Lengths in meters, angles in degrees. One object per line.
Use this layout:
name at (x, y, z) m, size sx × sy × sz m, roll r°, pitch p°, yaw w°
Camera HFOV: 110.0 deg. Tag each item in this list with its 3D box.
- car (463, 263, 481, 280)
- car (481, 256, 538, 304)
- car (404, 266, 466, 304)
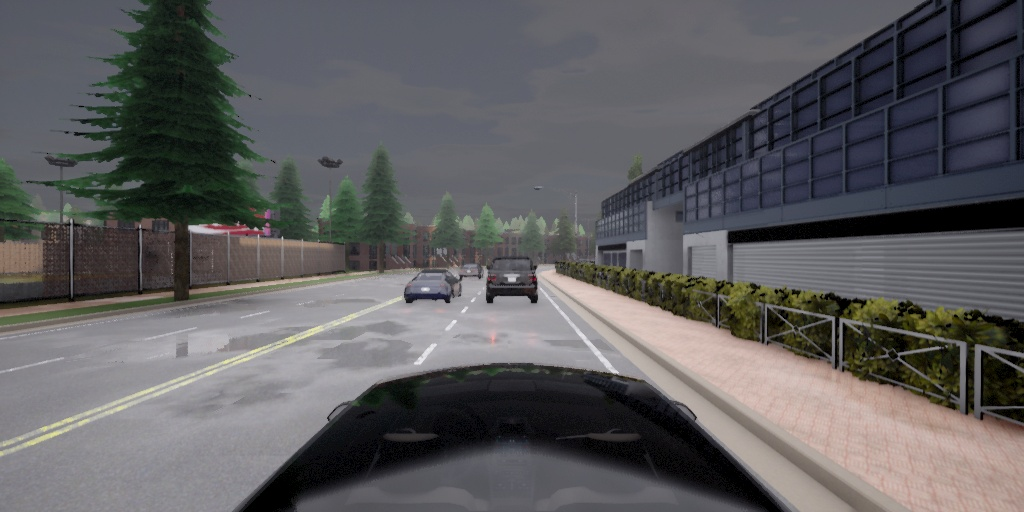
car at (-3.500, 1.311, 31.500) m, size 2.033 × 1.411 × 5.357 m, roll 0°, pitch 0°, yaw 0°
car at (0.000, 1.005, 16.530) m, size 2.150 × 2.045 × 5.566 m, roll 0°, pitch 0°, yaw 0°
car at (-3.500, 1.319, 16.500) m, size 1.994 × 1.385 × 4.181 m, roll 0°, pitch 0°, yaw 0°
